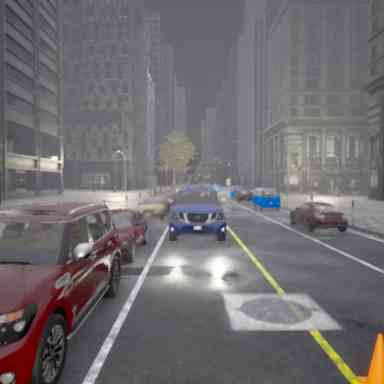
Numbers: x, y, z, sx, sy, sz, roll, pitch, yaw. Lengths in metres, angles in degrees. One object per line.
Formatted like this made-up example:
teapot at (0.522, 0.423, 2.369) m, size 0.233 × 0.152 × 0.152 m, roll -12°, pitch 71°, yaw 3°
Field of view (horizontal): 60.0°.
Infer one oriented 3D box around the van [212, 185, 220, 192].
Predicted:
van at (5.835, -0.928, 81.819) m, size 1.690 × 1.788 × 3.998 m, roll 0°, pitch 2°, yaw 0°

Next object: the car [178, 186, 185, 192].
car at (-2.709, -0.875, 86.975) m, size 1.887 × 1.381 × 4.507 m, roll 0°, pitch 2°, yaw 0°

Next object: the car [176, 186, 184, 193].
car at (-2.678, -0.602, 76.228) m, size 1.752 × 1.417 × 4.829 m, roll 0°, pitch 2°, yaw 0°

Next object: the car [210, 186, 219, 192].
car at (5.815, -0.850, 87.236) m, size 1.947 × 1.339 × 4.313 m, roll 0°, pitch 2°, yaw 0°

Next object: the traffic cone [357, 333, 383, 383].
traffic cone at (2.064, 1.851, 3.657) m, size 0.340 × 0.580 × 0.340 m, roll 0°, pitch 2°, yaw 0°

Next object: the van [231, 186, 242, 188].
van at (5.980, 0.115, 43.849) m, size 1.690 × 1.788 × 3.998 m, roll 0°, pitch 2°, yaw 0°

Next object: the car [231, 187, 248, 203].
car at (5.998, 0.472, 38.332) m, size 1.887 × 1.381 × 4.507 m, roll 0°, pitch 2°, yaw 0°

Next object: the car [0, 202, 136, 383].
car at (-2.434, 1.162, 5.175) m, size 2.192 × 1.841 × 5.009 m, roll 0°, pitch 2°, yaw 0°

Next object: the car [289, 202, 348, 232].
car at (6.070, 1.129, 16.242) m, size 1.802 × 1.307 × 4.206 m, roll 0°, pitch 2°, yaw 0°

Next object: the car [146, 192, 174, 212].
car at (-2.517, 0.771, 27.274) m, size 1.887 × 1.381 × 4.507 m, roll 0°, pitch 2°, yaw 0°

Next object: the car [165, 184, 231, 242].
car at (0.204, 0.809, 14.432) m, size 2.150 × 2.045 × 5.566 m, roll 0°, pitch 2°, yaw 0°

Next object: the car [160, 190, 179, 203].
car at (-2.557, 0.462, 38.320) m, size 1.887 × 1.381 × 4.507 m, roll 0°, pitch 2°, yaw 0°

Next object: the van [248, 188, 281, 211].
van at (6.035, 0.578, 27.281) m, size 1.690 × 1.788 × 3.998 m, roll 0°, pitch 2°, yaw 0°

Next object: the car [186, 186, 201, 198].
car at (0.180, -0.048, 49.832) m, size 2.097 × 1.767 × 4.553 m, roll 0°, pitch 2°, yaw 0°

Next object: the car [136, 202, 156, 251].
car at (-2.456, 1.237, 10.704) m, size 1.887 × 1.381 × 4.507 m, roll 0°, pitch 2°, yaw 0°

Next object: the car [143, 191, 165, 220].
car at (-2.496, 0.912, 21.580) m, size 1.752 × 1.417 × 4.829 m, roll 0°, pitch 2°, yaw 0°

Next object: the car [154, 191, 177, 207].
car at (-2.537, 0.616, 32.797) m, size 1.887 × 1.381 × 4.507 m, roll 0°, pitch 2°, yaw 0°

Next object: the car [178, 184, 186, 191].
car at (-2.726, -1.248, 92.256) m, size 2.192 × 1.841 × 5.009 m, roll 0°, pitch 2°, yaw 0°
